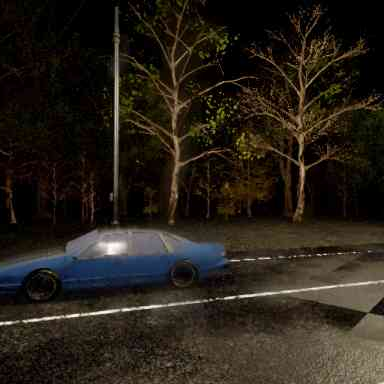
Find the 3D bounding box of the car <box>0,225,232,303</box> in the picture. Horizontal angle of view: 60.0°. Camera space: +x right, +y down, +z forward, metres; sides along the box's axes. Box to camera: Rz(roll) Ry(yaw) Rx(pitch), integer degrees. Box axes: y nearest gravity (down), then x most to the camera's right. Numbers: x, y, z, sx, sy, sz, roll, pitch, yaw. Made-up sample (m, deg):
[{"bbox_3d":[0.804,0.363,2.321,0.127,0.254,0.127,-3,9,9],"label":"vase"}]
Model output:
[{"bbox_3d":[-1.742,1.552,8.056,5.357,1.411,2.033,0,0,-19],"label":"car"}]
